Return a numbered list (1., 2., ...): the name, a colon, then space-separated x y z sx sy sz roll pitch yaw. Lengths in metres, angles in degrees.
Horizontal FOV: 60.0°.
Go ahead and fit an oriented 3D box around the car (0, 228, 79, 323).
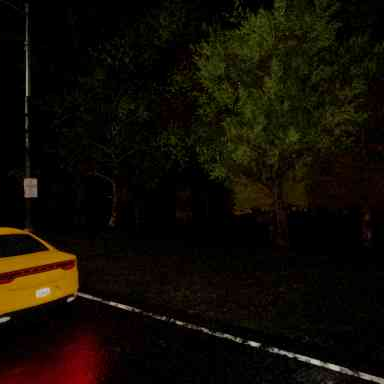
1. car: -4.439 1.475 6.866 5.008 1.535 1.882 0 1 36
